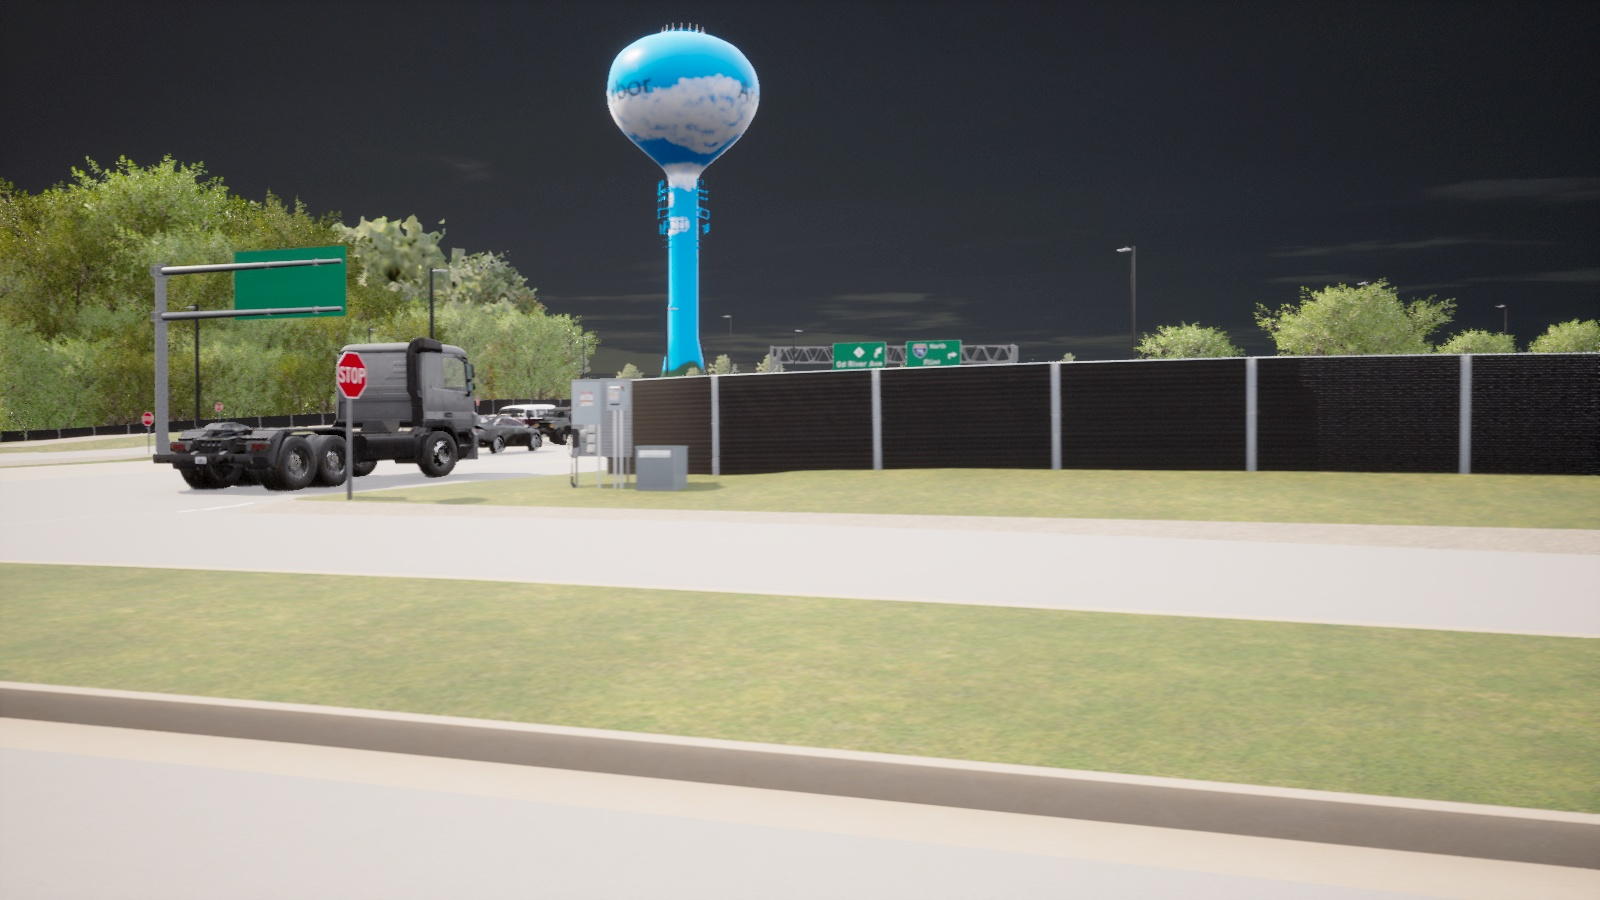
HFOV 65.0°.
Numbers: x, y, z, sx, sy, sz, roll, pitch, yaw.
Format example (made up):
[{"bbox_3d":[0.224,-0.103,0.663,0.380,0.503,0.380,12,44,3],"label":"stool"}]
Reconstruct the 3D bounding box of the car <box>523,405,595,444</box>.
[{"bbox_3d":[-11.984,-1.306,62.642,1.905,1.878,3.866,1,2,18],"label":"car"}]

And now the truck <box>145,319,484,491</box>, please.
[{"bbox_3d":[-10.992,-1.042,29.601,2.891,3.462,7.936,0,2,20],"label":"truck"}]

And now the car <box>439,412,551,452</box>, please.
[{"bbox_3d":[-12.202,-0.765,50.605,2.128,1.511,4.902,1,2,18],"label":"car"}]

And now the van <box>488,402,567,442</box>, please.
[{"bbox_3d":[-14.394,-1.501,66.561,2.069,2.038,4.480,1,2,18],"label":"van"}]
